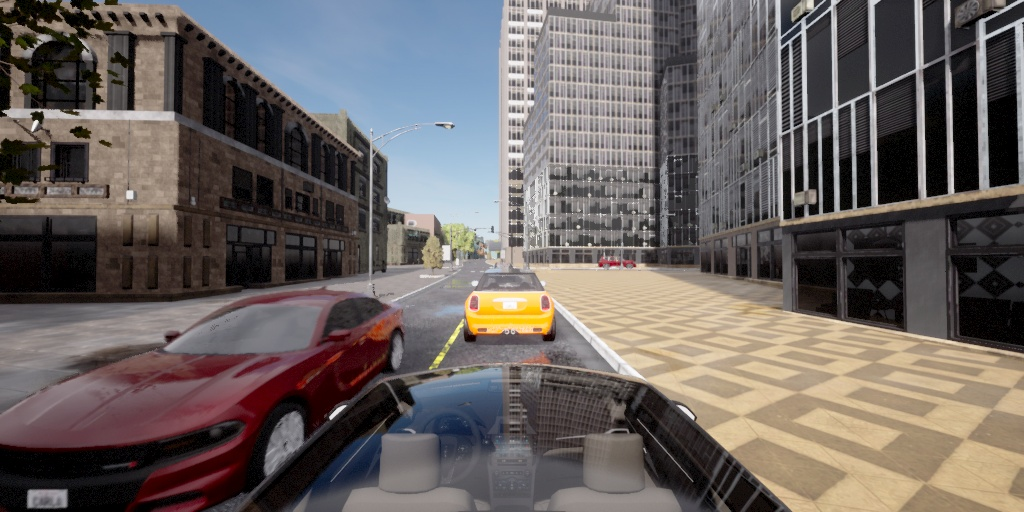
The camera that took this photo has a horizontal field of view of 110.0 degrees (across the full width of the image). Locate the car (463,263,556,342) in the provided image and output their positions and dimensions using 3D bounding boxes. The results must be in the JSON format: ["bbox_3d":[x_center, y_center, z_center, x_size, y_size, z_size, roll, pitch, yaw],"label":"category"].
[{"bbox_3d":[-0.085,1.104,9.962,2.097,1.767,4.553,0,0,-1],"label":"car"}]

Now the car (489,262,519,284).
[{"bbox_3d":[-0.706,1.248,27.985,2.128,1.511,4.902,0,0,-3],"label":"car"}]

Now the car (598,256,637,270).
[{"bbox_3d":[14.172,0.951,48.440,5.009,1.841,2.192,0,0,15],"label":"car"}]

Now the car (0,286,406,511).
[{"bbox_3d":[-2.894,1.228,4.713,1.882,1.535,5.008,0,0,-1],"label":"car"}]
